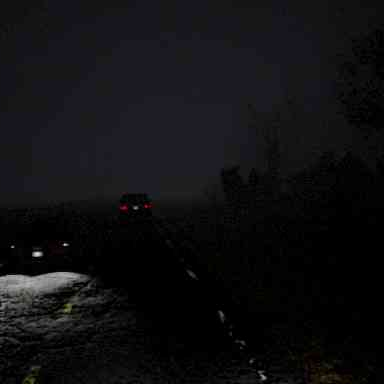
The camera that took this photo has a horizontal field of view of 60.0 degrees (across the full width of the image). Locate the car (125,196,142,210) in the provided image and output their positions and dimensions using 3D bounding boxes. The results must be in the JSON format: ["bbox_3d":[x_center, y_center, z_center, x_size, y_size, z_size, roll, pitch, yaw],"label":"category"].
[{"bbox_3d":[-7.105,1.267,40.660,1.882,1.535,5.008,-1,0,-10],"label":"car"}]

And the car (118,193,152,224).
[{"bbox_3d":[-4.085,1.089,23.982,2.150,2.045,5.566,-1,1,-10],"label":"car"}]

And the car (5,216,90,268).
[{"bbox_3d":[-4.662,1.543,11.250,1.994,1.385,4.181,-1,0,-10],"label":"car"}]
